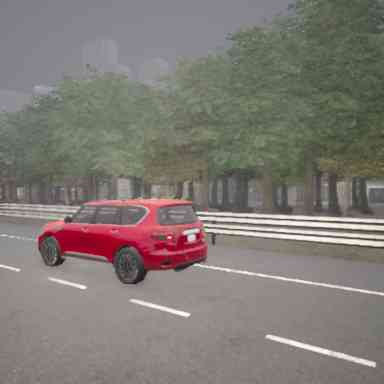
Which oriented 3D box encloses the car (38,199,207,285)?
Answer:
[{"bbox_3d":[-2.192,1.225,9.732,5.566,2.045,2.150,0,0,35],"label":"car"}]
